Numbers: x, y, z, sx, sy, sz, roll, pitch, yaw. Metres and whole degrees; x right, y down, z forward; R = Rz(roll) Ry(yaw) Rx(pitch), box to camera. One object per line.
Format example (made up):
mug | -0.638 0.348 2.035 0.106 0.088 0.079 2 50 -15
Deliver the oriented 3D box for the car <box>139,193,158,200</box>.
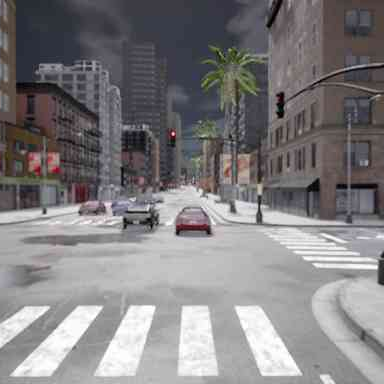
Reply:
car | -6.659 1.251 47.727 2.150 2.045 5.566 0 1 1

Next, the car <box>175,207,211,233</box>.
car | 0.064 1.579 19.663 1.994 1.385 4.181 0 0 0

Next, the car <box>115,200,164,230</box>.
car | -3.183 1.509 21.368 2.128 1.511 4.902 0 0 0

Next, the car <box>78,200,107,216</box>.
car | -9.904 1.556 33.415 1.812 1.442 4.674 0 0 0

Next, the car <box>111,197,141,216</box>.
car | -6.654 1.556 33.328 1.812 1.442 4.674 0 0 0

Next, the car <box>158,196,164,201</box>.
car | -6.609 1.534 66.212 1.882 1.535 5.008 0 0 0

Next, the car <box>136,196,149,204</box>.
car | -9.860 1.534 66.206 1.882 1.535 5.008 0 0 0
